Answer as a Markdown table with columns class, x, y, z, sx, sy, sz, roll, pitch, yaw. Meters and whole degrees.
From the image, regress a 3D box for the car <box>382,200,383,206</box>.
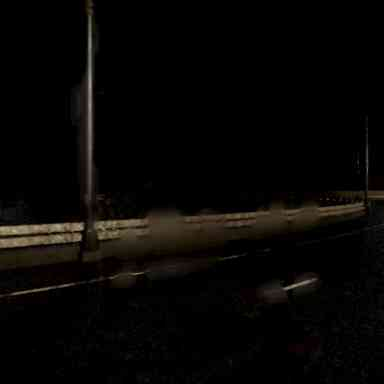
| class | x | y | z | sx | sy | sz | roll | pitch | yaw |
| --- | --- | --- | --- | --- | --- | --- | --- | --- | --- |
| car | 34.924 | 1.732 | 58.668 | 2.128 | 1.511 | 4.902 | 0 | 0 | 18 |
